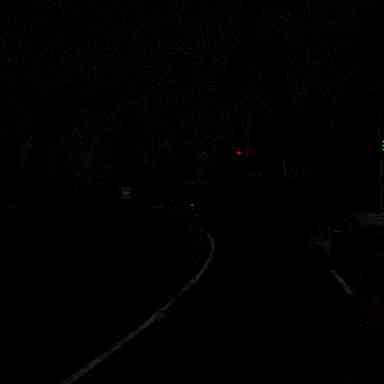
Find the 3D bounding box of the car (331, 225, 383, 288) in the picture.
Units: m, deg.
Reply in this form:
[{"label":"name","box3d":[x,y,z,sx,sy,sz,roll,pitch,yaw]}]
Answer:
[{"label":"car","box3d":[5.037,1.521,8.742,1.895,1.301,4.718,0,0,12]}]

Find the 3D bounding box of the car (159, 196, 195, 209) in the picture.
[{"label":"car","box3d":[-1.836,1.218,40.197,4.892,1.490,1.837,0,-3,40]}]
